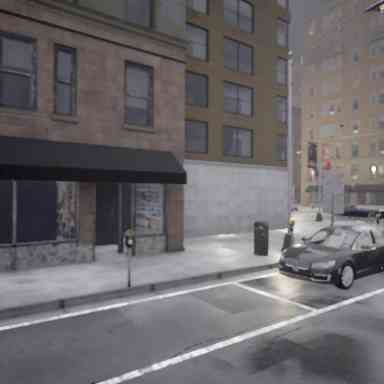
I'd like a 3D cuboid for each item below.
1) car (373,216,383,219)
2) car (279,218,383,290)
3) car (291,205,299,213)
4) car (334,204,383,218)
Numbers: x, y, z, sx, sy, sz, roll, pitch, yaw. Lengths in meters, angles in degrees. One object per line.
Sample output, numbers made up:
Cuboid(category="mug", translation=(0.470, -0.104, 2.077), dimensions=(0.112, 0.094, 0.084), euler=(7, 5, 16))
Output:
Cuboid(category="car", translation=(8.871, 1.691, 12.516), dimensions=(4.313, 1.339, 1.947), euler=(1, 0, -35))
Cuboid(category="car", translation=(4.262, 1.627, 9.229), dimensions=(4.403, 1.369, 2.008), euler=(1, 0, -35))
Cuboid(category="car", translation=(9.563, 1.692, 38.165), dimensions=(2.033, 1.411, 5.357), euler=(1, 0, -36))
Cuboid(category="car", translation=(15.231, 1.791, 30.290), dimensions=(1.895, 1.301, 4.718), euler=(1, 0, -36))
